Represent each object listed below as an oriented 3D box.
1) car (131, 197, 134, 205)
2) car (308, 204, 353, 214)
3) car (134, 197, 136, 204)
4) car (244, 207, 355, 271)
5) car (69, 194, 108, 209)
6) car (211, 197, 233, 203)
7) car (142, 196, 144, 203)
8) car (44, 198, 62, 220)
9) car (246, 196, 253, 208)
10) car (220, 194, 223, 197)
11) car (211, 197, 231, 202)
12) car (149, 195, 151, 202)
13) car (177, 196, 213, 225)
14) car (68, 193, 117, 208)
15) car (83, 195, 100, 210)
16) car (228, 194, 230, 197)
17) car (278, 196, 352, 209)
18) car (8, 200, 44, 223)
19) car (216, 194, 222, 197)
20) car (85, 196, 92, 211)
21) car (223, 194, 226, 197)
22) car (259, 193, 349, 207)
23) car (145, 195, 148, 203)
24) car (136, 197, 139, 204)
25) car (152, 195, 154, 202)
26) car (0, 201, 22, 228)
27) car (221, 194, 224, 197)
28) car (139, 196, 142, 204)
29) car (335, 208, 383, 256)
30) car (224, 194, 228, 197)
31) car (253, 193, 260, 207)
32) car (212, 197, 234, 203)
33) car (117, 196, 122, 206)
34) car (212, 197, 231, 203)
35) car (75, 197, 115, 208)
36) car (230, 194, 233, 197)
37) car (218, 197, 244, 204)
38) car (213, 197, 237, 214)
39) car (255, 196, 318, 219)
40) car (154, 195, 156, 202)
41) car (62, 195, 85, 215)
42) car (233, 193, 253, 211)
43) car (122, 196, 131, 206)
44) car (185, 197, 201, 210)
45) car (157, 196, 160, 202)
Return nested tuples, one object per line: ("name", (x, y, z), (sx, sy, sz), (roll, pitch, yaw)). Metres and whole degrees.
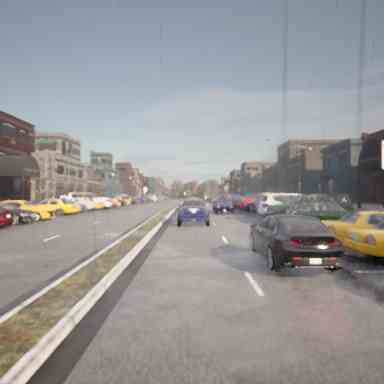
("car", (-12.955, 1.516, 55.367), (5.366, 1.575, 1.946), (0, -1, 0))
("car", (7.826, 1.428, 13.502), (5.366, 1.575, 1.946), (0, 0, 0))
("car", (-12.736, 1.430, 58.029), (4.553, 1.767, 2.185), (0, -1, 0))
("car", (3.100, 1.470, 10.755), (1.837, 1.490, 4.892), (0, 0, 0))
("car", (-12.989, 1.336, 38.576), (5.366, 1.575, 1.946), (0, 0, 0))
("car", (7.463, 1.916, 82.411), (5.366, 1.575, 1.946), (0, -1, 0))
("car", (-12.741, 1.675, 66.356), (4.892, 1.521, 2.231), (0, -1, 0))
("car", (-12.836, 1.361, 24.818), (5.008, 1.535, 2.097), (0, 0, 0))
("car", (7.672, 1.375, 30.046), (4.792, 1.488, 2.163), (0, 0, 0))
("car", (7.643, 1.589, 57.599), (4.674, 1.452, 2.002), (0, -1, 0))
("car", (7.823, 2.061, 90.688), (5.366, 1.575, 1.946), (0, -1, 0))
("car", (-12.722, 1.885, 77.470), (4.674, 1.452, 2.002), (0, -1, 0))
("car", (0.100, 1.249, 23.154), (2.097, 1.767, 4.553), (0, 0, 0))
("car", (-12.769, 1.103, 41.356), (5.566, 2.045, 2.435), (0, 0, 0))
("car", (-12.806, 1.369, 35.802), (4.674, 1.452, 2.002), (0, 0, 0))
("car", (7.615, 1.111, 41.066), (5.566, 2.045, 2.435), (0, 0, 0))
("car", (7.610, 1.276, 19.018), (4.553, 1.767, 2.185), (0, 0, 0))
("car", (-12.843, 1.381, 21.914), (4.892, 1.521, 2.231), (0, 0, 0))
("car", (7.674, 1.334, 60.360), (5.566, 2.045, 2.435), (0, -1, 0))
("car", (-12.817, 1.368, 33.145), (4.674, 1.452, 2.002), (0, 0, 0))
("car", (7.676, 1.352, 52.087), (4.553, 1.767, 2.185), (0, -1, 0))
("car", (7.613, 1.135, 21.774), (5.566, 2.045, 2.435), (0, 0, 0))
("car", (-12.730, 1.760, 72.038), (5.008, 1.535, 2.097), (0, -1, 0))
("car", (-12.729, 1.624, 60.798), (4.792, 1.488, 2.163), (0, -1, 0))
("car", (-12.720, 1.937, 83.029), (4.892, 1.521, 2.231), (0, -1, 0))
("car", (-12.872, 1.426, 19.135), (4.792, 1.488, 2.163), (0, 0, 0))
("car", (7.674, 1.543, 54.843), (4.792, 1.488, 2.163), (0, -1, 0))
("car", (-12.758, 1.633, 63.577), (5.008, 1.535, 2.097), (0, -1, 0))
("car", (7.826, 1.442, 10.742), (5.366, 1.575, 1.946), (0, 0, 0))
("car", (7.639, 1.442, 49.328), (5.008, 1.535, 2.097), (0, -1, 0))
("car", (7.670, 1.119, 24.532), (5.566, 2.045, 2.435), (0, 0, 0))
("car", (7.833, 1.962, 85.174), (5.366, 1.575, 1.946), (0, -1, 0))
("car", (-12.755, 1.282, 46.908), (4.553, 1.767, 2.185), (0, -1, 0))
("car", (7.672, 2.044, 87.929), (4.792, 1.488, 2.163), (0, -1, 0))
("car", (-12.790, 1.418, 44.129), (4.674, 1.452, 2.002), (0, -1, 0))
("car", (7.615, 1.095, 38.308), (5.566, 2.045, 2.435), (0, 0, 0))
("car", (7.641, 1.661, 65.871), (5.008, 1.535, 2.097), (0, -1, 0))
("car", (3.103, 1.460, 33.693), (1.895, 1.301, 4.718), (0, 0, 0))
("car", (7.673, 1.229, 27.288), (4.553, 1.767, 2.185), (0, 0, 0))
("car", (-12.699, 2.071, 88.584), (4.674, 1.452, 2.002), (0, -1, 0))
("car", (-13.005, 1.331, 30.374), (5.366, 1.575, 1.946), (0, 0, 0))
("car", (7.615, 1.089, 35.555), (5.566, 2.045, 2.435), (0, 0, 0))
("car", (-12.781, 1.482, 52.587), (4.892, 1.521, 2.231), (0, -1, 0))
("car", (0.104, 1.364, 41.598), (1.882, 1.535, 5.008), (0, 0, 0))
("car", (-12.719, 1.880, 94.271), (5.566, 2.045, 2.435), (0, -1, 0))
